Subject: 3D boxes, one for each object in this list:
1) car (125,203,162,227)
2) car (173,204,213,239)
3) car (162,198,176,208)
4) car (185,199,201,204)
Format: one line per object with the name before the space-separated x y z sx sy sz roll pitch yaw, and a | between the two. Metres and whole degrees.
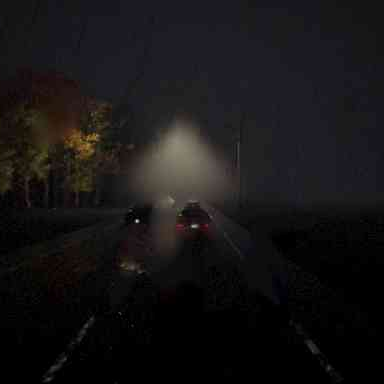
car | -3.406 1.524 23.054 1.837 1.490 4.892 0 0 0
car | 0.094 1.562 17.237 2.033 1.411 5.357 0 0 0
car | -3.412 1.551 48.195 1.812 1.442 4.674 0 0 0
car | 0.089 1.572 41.278 2.033 1.411 5.357 0 0 0
